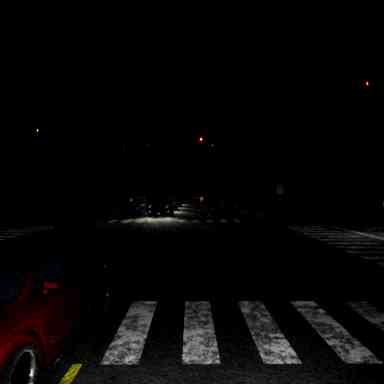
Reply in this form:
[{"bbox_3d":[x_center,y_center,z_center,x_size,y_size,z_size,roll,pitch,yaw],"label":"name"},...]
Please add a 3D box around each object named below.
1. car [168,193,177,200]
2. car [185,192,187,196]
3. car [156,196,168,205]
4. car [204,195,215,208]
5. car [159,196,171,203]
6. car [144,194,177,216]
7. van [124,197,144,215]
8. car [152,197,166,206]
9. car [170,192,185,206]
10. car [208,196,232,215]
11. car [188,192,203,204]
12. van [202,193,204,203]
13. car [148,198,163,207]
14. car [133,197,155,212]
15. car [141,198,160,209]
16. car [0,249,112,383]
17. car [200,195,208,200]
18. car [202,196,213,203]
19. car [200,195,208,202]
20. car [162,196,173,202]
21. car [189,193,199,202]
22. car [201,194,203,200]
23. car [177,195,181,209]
[{"bbox_3d":[-5.246,1.305,90.093,2.192,1.841,5.009,0,0,0],"label":"car"},{"bbox_3d":[-2.629,1.353,62.398,2.097,1.767,4.553,0,0,1],"label":"car"},{"bbox_3d":[-5.441,1.526,61.582,1.752,1.417,4.829,0,0,0],"label":"car"},{"bbox_3d":[2.969,1.442,44.693,1.967,1.590,4.097,0,0,0],"label":"car"},{"bbox_3d":[-5.401,1.565,67.420,1.947,1.339,4.313,0,0,0],"label":"car"},{"bbox_3d":[-2.925,1.353,32.108,2.097,1.767,4.553,0,0,2],"label":"car"},{"bbox_3d":[-5.635,1.343,33.411,1.690,1.788,3.998,0,0,0],"label":"van"},{"bbox_3d":[-5.479,1.568,56.084,1.947,1.339,4.313,0,0,0],"label":"car"},{"bbox_3d":[-2.741,1.224,52.172,2.150,2.045,5.566,0,0,1],"label":"car"},{"bbox_3d":[2.891,1.442,33.355,1.967,1.590,4.097,0,0,0],"label":"car"},{"bbox_3d":[0.430,1.222,63.379,2.150,2.045,5.566,0,0,0],"label":"car"},{"bbox_3d":[3.046,1.343,56.031,1.690,1.788,3.998,0,0,0],"label":"van"},{"bbox_3d":[-5.518,1.584,50.416,1.802,1.307,4.206,0,0,0],"label":"car"},{"bbox_3d":[-5.596,1.442,39.079,1.967,1.590,4.097,0,0,0],"label":"car"},{"bbox_3d":[-5.557,1.568,44.747,1.947,1.339,4.313,0,0,0],"label":"car"},{"bbox_3d":[-2.621,1.565,4.703,1.994,1.385,4.181,0,0,4],"label":"car"},{"bbox_3d":[3.280,1.556,90.047,1.947,1.339,4.313,0,0,0],"label":"car"},{"bbox_3d":[3.124,1.550,67.370,2.008,1.369,4.403,0,0,0],"label":"car"},{"bbox_3d":[2.890,1.452,79.541,1.801,1.575,5.366,0,0,0],"label":"car"},{"bbox_3d":[-5.362,1.542,73.088,1.887,1.381,4.507,0,0,0],"label":"car"},{"bbox_3d":[0.501,1.185,73.739,2.097,1.767,4.553,0,0,0],"label":"car"},{"bbox_3d":[3.087,1.526,61.870,1.752,1.417,4.829,0,0,0],"label":"car"},{"bbox_3d":[-2.815,1.480,42.045,1.882,1.535,5.008,0,0,1],"label":"car"}]
